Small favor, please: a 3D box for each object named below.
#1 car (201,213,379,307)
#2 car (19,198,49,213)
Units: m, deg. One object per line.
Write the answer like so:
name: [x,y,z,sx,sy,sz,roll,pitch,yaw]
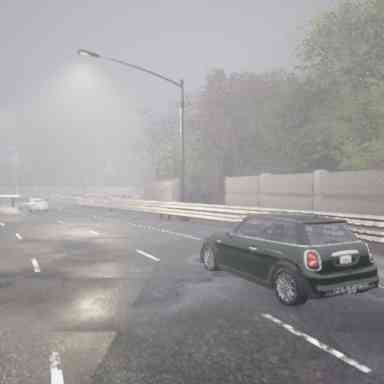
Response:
car: [1.996,1.305,8.264,2.097,1.767,4.553,0,0,-26]
car: [-16.672,1.406,35.088,1.812,1.442,4.674,0,0,-43]
